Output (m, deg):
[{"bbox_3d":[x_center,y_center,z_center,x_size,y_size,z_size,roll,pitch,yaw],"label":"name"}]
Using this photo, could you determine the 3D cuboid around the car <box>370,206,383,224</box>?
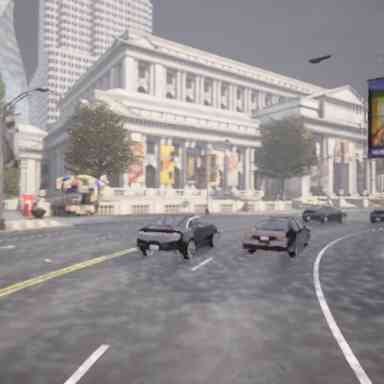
[{"bbox_3d":[16.824,1.942,27.971,4.892,1.490,1.837,1,-1,-35],"label":"car"}]

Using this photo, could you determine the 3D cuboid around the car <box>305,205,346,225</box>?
[{"bbox_3d":[11.219,1.891,28.153,4.892,1.490,1.837,1,-1,-39],"label":"car"}]

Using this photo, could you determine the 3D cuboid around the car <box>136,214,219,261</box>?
[{"bbox_3d":[-0.353,1.620,13.058,2.128,1.511,4.902,0,-1,21],"label":"car"}]

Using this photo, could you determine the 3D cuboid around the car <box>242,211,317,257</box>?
[{"bbox_3d":[3.721,1.723,14.010,2.033,1.411,5.357,0,-1,27],"label":"car"}]
